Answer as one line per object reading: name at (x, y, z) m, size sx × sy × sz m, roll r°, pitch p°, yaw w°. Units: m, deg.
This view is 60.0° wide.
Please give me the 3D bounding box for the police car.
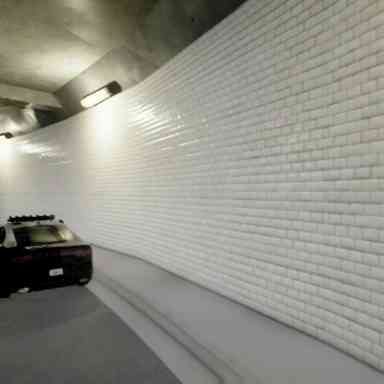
police car at (-4.272, 1.429, 8.846) m, size 1.930 × 1.638 × 5.238 m, roll -1°, pitch 0°, yaw -36°
